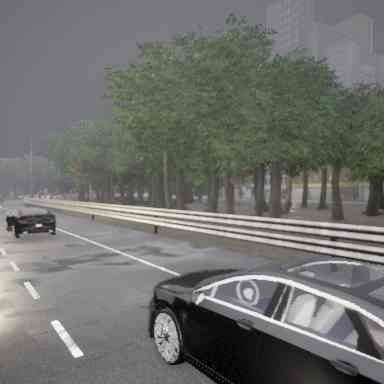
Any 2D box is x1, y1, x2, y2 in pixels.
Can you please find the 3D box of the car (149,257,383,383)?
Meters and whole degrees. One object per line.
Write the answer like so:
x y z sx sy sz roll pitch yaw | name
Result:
1.246 1.490 3.605 2.128 1.511 4.902 0 0 -35 | car

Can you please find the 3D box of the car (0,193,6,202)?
-37.010 1.192 63.108 2.150 2.045 5.566 0 0 -20 | car

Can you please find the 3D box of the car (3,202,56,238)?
-8.792 1.485 18.034 1.882 1.535 5.008 0 0 -35 | car

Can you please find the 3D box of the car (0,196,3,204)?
-25.902 1.542 42.647 1.994 1.385 4.181 0 0 -35 | car
